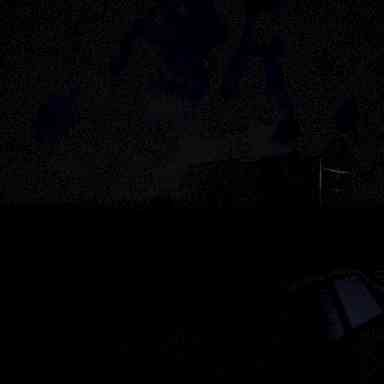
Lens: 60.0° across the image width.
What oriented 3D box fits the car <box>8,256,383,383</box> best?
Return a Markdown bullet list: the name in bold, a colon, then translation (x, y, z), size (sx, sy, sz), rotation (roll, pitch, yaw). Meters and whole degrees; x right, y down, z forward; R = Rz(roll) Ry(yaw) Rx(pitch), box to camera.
- **car**: translation (0.926, 1.550, 3.793), size (5.357, 1.411, 2.033), rotation (0, 0, -38)
